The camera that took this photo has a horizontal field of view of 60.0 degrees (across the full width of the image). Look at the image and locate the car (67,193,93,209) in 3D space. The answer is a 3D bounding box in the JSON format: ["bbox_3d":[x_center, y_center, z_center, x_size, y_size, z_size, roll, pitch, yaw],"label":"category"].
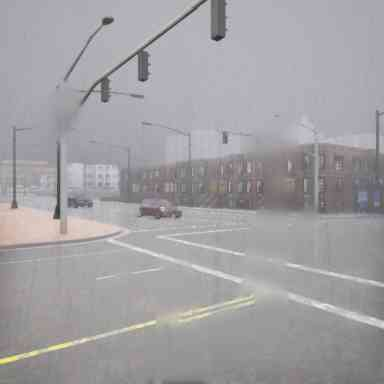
[{"bbox_3d":[-15.643,1.221,46.299,2.150,2.045,5.566,0,0,-36],"label":"car"}]

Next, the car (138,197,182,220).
[{"bbox_3d":[-2.763,1.354,28.360,2.097,1.767,4.553,0,0,-36],"label":"car"}]
